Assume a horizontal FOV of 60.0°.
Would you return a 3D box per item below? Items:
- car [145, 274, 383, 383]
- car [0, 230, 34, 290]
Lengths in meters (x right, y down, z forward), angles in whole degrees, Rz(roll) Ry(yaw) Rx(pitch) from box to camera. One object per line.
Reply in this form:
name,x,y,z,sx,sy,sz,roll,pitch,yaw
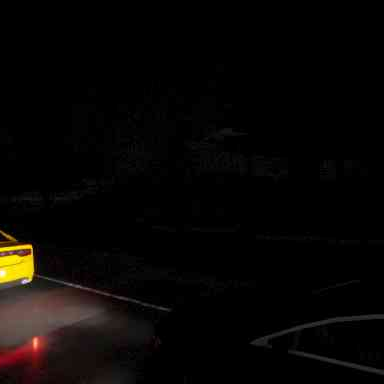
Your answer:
car,1.767,1.492,2.747,4.902,1.511,2.128,0,0,35
car,-5.831,1.469,8.000,5.008,1.535,1.882,0,0,35
